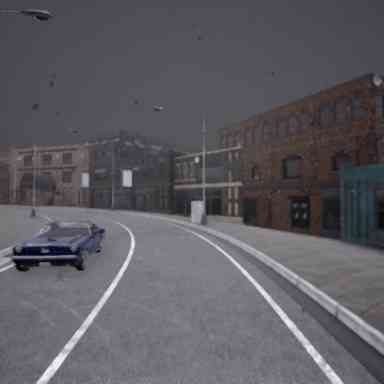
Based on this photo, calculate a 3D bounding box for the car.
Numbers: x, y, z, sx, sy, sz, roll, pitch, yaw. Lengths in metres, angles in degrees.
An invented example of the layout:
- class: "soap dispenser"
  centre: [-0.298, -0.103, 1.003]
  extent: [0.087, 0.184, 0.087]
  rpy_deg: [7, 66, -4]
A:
- class: "car"
  centre: [-4.160, 1.640, 11.120]
  extent: [1.895, 1.301, 4.718]
  rpy_deg: [0, 0, -6]
